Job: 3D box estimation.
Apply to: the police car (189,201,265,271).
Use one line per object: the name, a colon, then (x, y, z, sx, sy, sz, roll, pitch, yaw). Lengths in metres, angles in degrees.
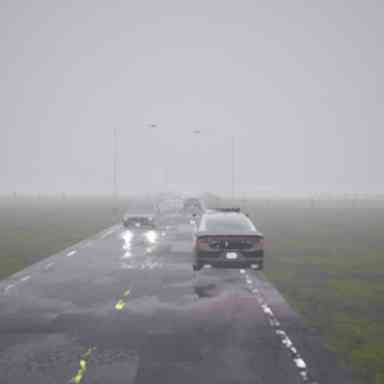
police car: (0.958, 1.294, 10.598, 1.930, 1.638, 5.238, 0, 1, 0)

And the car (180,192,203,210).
car: (0.036, 1.073, 34.819, 1.837, 1.490, 4.892, 0, 0, 0)

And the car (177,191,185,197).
car: (-2.783, 0.489, 85.481, 1.994, 1.385, 4.181, 0, 1, 0)

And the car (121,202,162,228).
car: (-2.858, 1.299, 20.156, 2.033, 1.411, 5.357, 0, 1, 0)

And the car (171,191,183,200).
car: (-2.815, 0.788, 60.944, 2.033, 1.411, 5.357, 0, 1, 1)
